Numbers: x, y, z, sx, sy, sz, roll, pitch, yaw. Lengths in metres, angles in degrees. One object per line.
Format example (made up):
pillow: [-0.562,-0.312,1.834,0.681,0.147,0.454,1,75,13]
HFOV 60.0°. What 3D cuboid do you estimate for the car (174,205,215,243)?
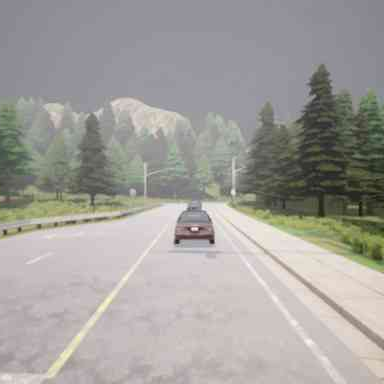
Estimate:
car: [0.112,1.586,16.237,2.033,1.411,5.357,0,0,0]

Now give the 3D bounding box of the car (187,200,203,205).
car: [0.337,1.662,40.723,2.033,1.411,5.357,0,0,2]
